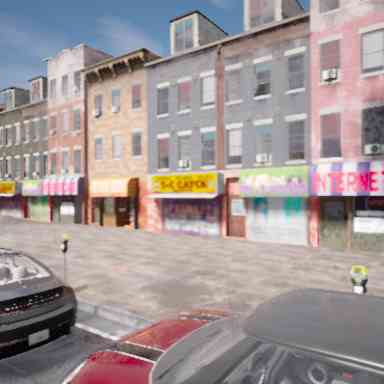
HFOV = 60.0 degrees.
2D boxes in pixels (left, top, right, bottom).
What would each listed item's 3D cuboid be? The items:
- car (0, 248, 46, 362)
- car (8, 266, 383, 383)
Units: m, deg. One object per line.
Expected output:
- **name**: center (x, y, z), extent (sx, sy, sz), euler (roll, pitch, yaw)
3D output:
- **car**: center (-3.702, 1.605, 5.454), extent (4.403, 1.369, 2.008), euler (-1, 0, 36)
- **car**: center (0.813, 1.445, 2.232), extent (4.097, 1.590, 1.967), euler (-1, 0, 36)
